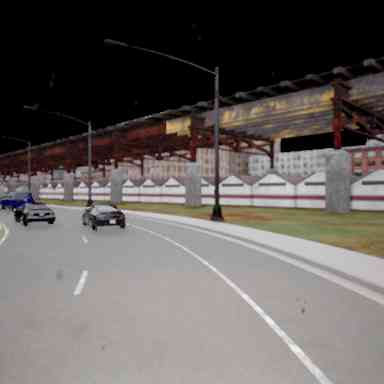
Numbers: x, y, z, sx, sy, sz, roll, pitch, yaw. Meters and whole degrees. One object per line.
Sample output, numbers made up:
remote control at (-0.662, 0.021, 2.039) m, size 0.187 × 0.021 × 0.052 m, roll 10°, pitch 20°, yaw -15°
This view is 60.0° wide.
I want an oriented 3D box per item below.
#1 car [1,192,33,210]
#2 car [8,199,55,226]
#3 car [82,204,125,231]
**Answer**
car at (-19.597, 1.052, 37.303) m, size 2.150 × 2.045 × 5.566 m, roll 0°, pitch 1°, yaw -45°
car at (-10.810, 1.440, 22.619) m, size 2.033 × 1.411 × 5.357 m, roll 0°, pitch 0°, yaw -36°
car at (-5.351, 1.418, 19.950) m, size 1.812 × 1.442 × 4.674 m, roll 0°, pitch 0°, yaw -28°
